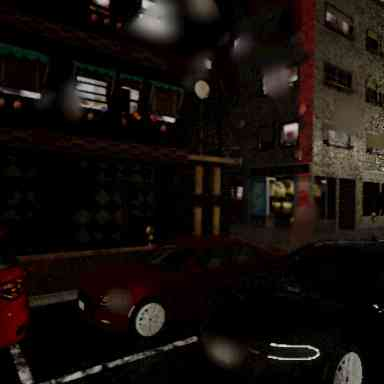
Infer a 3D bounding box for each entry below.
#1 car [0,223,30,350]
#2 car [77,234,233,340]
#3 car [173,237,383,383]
[{"bbox_3d":[-4.401,1.304,3.392,5.009,1.841,2.192,0,1,-36],"label":"car"},{"bbox_3d":[0.077,1.571,6.602,4.507,1.381,1.887,0,1,-36],"label":"car"},{"bbox_3d":[2.368,1.510,5.072,5.008,1.535,1.882,0,0,-36],"label":"car"}]
